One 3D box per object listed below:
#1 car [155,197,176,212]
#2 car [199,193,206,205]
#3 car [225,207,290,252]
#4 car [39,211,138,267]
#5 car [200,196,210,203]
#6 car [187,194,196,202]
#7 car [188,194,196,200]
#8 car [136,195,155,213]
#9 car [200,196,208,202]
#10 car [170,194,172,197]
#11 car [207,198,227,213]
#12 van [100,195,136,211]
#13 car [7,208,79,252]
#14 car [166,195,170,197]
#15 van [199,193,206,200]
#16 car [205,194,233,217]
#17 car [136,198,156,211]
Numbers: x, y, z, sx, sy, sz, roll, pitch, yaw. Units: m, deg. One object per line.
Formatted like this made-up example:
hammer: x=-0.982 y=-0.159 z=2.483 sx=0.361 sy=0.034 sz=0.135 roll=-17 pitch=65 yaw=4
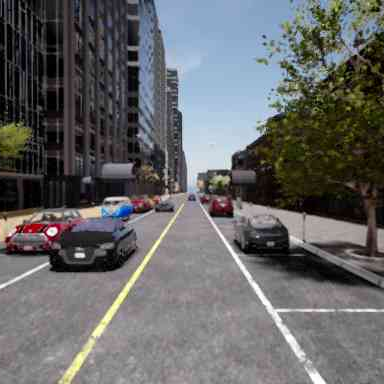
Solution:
car: x=-3.009 y=1.541 z=37.309 sx=1.994 sy=1.385 sz=4.181 roll=0 pitch=0 yaw=0
car: x=2.662 y=1.242 z=58.576 sx=2.192 sy=1.841 sz=5.009 roll=-1 pitch=0 yaw=0
car: x=2.687 y=1.534 z=13.564 sx=2.008 sy=1.369 sz=4.403 roll=-1 pitch=0 yaw=0
car: x=-3.083 y=1.551 z=11.172 sx=1.994 sy=1.385 sz=4.181 roll=0 pitch=0 yaw=1
car: x=2.663 y=1.479 z=69.645 sx=1.947 sy=1.339 sz=4.313 roll=-1 pitch=0 yaw=0
car: x=-0.017 y=1.369 z=76.429 sx=1.882 sy=1.535 sz=5.008 roll=0 pitch=0 yaw=0
car: x=-0.019 y=1.199 z=86.714 sx=1.882 sy=1.535 sz=5.008 roll=0 pitch=0 yaw=0
car: x=-5.713 y=1.272 z=36.446 sx=2.192 sy=1.841 sz=5.009 roll=-1 pitch=0 yaw=0
car: x=2.663 y=1.488 z=75.179 sx=1.802 sy=1.307 sz=4.206 roll=-1 pitch=0 yaw=0
car: x=-5.717 y=1.441 z=69.485 sx=1.752 sy=1.417 sz=4.829 roll=-1 pitch=0 yaw=0
car: x=2.670 y=1.480 z=36.608 sx=1.752 sy=1.417 sz=4.829 roll=-1 pitch=0 yaw=0
van: x=-5.711 y=1.312 z=25.377 sx=1.690 sy=1.788 sz=3.998 roll=-1 pitch=0 yaw=0
car: x=-5.718 y=1.426 z=13.579 sx=1.967 sy=1.590 sz=4.097 roll=-1 pitch=0 yaw=0
car: x=-5.716 y=1.448 z=63.951 sx=1.752 sy=1.417 sz=4.829 roll=-1 pitch=0 yaw=0
van: x=2.656 y=1.234 z=86.248 sx=1.690 sy=1.788 sz=3.998 roll=-1 pitch=0 yaw=0
car: x=2.668 y=1.277 z=30.903 sx=2.192 sy=1.841 sz=5.009 roll=-1 pitch=0 yaw=0
car: x=-5.711 y=1.476 z=41.811 sx=1.752 sy=1.417 sz=4.829 roll=-1 pitch=0 yaw=0
